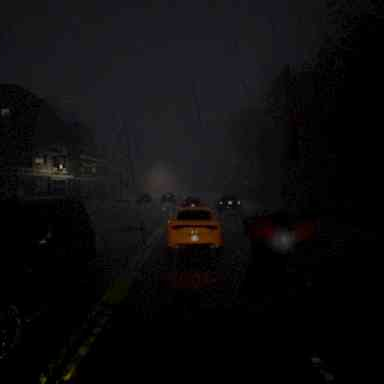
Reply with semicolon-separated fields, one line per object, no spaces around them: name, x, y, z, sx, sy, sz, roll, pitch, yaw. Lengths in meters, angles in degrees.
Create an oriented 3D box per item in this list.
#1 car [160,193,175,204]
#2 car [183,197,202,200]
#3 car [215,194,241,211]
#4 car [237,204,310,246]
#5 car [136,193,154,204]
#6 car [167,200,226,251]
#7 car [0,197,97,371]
car;-3.384;0.894;47.278;2.128;1.511;4.902;0;1;0
car;0.062;1.159;32.038;1.994;1.385;4.181;0;1;0
car;3.314;0.958;31.155;2.097;1.767;4.553;0;1;0
car;3.333;1.420;14.215;1.895;1.301;4.718;0;1;0
car;-6.633;0.931;47.213;1.812;1.442;4.674;0;1;0
car;0.083;1.310;13.226;1.882;1.535;5.008;0;1;0
car;-3.359;1.146;5.896;2.150;2.045;5.566;0;1;0
